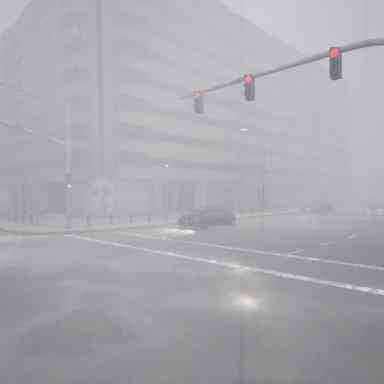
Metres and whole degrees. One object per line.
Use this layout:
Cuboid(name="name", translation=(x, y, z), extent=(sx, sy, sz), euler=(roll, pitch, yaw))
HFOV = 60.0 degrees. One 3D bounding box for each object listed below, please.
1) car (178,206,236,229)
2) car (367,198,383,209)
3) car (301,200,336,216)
Cuboid(name="car", translation=(1.074, 1.641, 22.140), extent=(1.994, 1.385, 4.181), euler=(-1, 0, 45))
Cuboid(name="car", translation=(26.115, 1.583, 46.477), extent=(4.674, 1.442, 1.812), euler=(0, 0, -44))
Cuboid(name="car", translation=(12.866, 1.540, 33.732), extent=(4.902, 1.511, 2.128), euler=(0, 0, -44))
